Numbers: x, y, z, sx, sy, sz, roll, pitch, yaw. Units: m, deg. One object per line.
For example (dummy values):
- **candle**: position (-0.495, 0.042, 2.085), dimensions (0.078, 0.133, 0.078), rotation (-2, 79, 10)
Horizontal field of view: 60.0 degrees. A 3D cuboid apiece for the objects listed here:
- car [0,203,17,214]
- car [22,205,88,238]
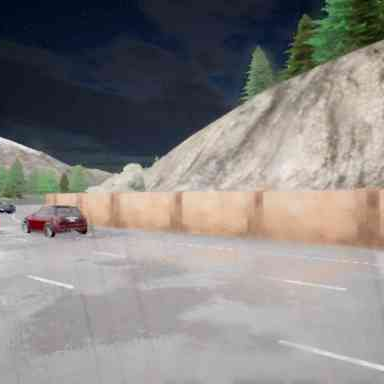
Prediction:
- **car**: position (-23.372, 2.006, 41.752), dimensions (1.994, 1.385, 4.181), rotation (0, 0, -20)
- **car**: position (-7.913, 1.536, 19.074), dimensions (4.553, 1.767, 2.097), rotation (-1, -1, 43)
